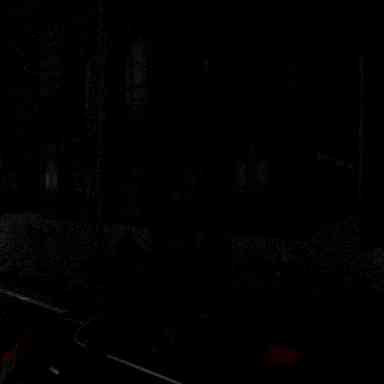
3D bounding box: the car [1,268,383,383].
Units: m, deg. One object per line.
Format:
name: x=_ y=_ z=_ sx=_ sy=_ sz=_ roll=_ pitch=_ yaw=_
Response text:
car: x=0.098 y=1.438 z=2.890 sx=4.097 sy=1.590 sz=1.967 roll=0 pitch=0 yaw=36
